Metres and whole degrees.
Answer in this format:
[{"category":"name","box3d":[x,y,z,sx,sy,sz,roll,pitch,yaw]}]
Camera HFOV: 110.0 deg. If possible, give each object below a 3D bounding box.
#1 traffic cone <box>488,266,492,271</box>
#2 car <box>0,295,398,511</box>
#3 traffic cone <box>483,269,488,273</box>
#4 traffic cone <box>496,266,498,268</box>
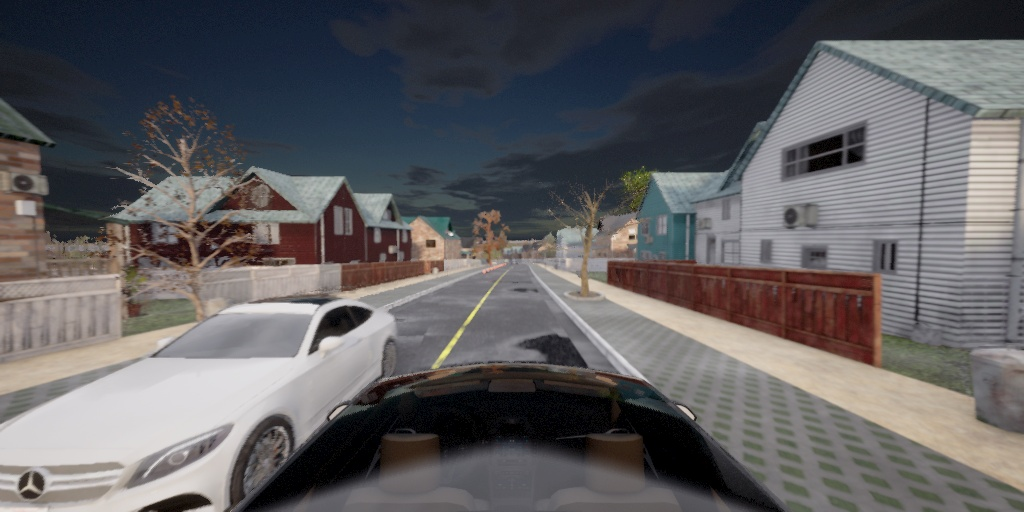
[{"category":"traffic cone","box3d":[-3.149,1.749,47.437,0.340,0.580,0.340,0,0,2]},{"category":"car","box3d":[-2.837,1.271,4.417,1.812,1.442,4.674,0,0,0]},{"category":"traffic cone","box3d":[-3.293,1.736,42.425,0.340,0.580,0.340,0,0,2]},{"category":"traffic cone","box3d":[-2.815,1.781,57.457,0.340,0.580,0.340,0,0,2]}]
